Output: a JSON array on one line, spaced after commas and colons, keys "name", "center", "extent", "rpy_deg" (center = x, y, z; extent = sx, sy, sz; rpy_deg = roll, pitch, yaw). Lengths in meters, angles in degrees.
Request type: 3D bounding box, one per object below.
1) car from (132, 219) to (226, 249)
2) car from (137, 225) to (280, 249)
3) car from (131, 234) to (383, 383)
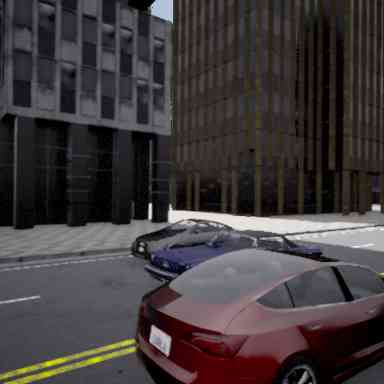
[{"name": "car", "center": [0.023, 1.655, 11.691], "extent": [4.181, 1.385, 1.994], "rpy_deg": [1, -1, -36]}, {"name": "car", "center": [1.226, 1.681, 8.558], "extent": [4.718, 1.301, 1.895], "rpy_deg": [1, -1, -36]}, {"name": "car", "center": [1.583, 1.557, 4.694], "extent": [4.792, 1.488, 2.163], "rpy_deg": [1, -1, -36]}]
